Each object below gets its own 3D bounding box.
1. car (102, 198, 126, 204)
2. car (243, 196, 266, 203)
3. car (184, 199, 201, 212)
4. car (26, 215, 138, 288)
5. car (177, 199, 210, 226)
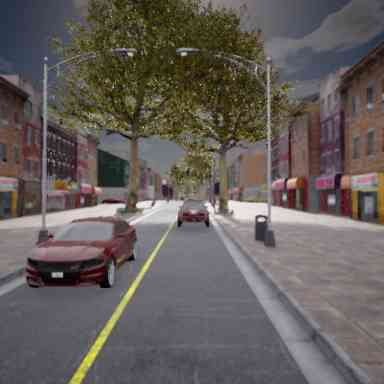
[{"bbox_3d":[-14.835,1.758,63.106,4.507,1.381,1.887,-1,-1,0],"label":"car"},{"bbox_3d":[12.179,1.441,63.281,4.829,1.417,1.752,-1,-1,0],"label":"car"},{"bbox_3d":[0.107,1.593,40.928,1.994,1.385,4.181,0,0,0],"label":"car"},{"bbox_3d":[-2.793,1.469,9.457,1.882,1.535,5.008,0,0,1],"label":"car"},{"bbox_3d":[0.102,1.347,23.339,2.097,1.767,4.553,0,0,0],"label":"car"}]
